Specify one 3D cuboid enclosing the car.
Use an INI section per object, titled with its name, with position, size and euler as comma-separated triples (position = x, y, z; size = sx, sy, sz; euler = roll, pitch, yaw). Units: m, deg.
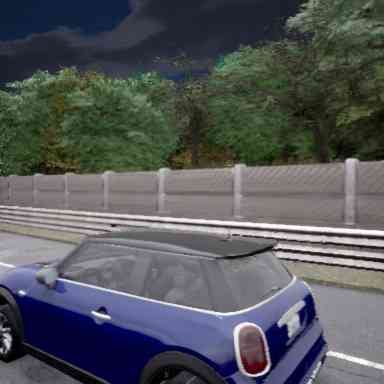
[car]
position = -0.757, 1.281, 4.397
size = 4.553, 1.767, 2.097
euler = 0, 0, 35
